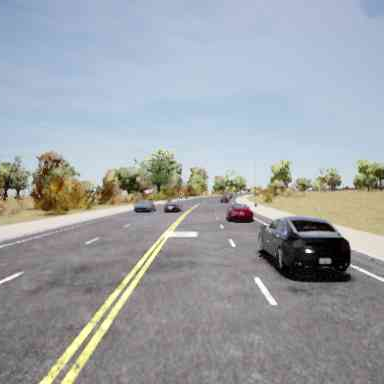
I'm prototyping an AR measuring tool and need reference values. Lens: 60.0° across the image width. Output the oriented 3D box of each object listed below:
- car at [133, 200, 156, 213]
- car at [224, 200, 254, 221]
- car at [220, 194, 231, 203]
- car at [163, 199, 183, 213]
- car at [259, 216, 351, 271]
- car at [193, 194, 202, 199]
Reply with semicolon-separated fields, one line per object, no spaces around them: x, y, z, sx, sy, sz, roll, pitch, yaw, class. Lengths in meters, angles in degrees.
-5.452;1.641;39.074;2.033;1.411;5.357;0;0;3;car
3.969;1.639;27.999;1.994;1.385;4.181;0;0;2;car
6.959;1.628;71.224;1.812;1.442;4.674;0;0;6;car
-2.187;1.584;39.081;2.128;1.511;4.902;0;0;3;car
3.471;1.542;10.997;1.837;1.490;4.892;0;0;1;car
1.365;1.195;79.913;1.882;1.535;5.008;0;0;7;car
